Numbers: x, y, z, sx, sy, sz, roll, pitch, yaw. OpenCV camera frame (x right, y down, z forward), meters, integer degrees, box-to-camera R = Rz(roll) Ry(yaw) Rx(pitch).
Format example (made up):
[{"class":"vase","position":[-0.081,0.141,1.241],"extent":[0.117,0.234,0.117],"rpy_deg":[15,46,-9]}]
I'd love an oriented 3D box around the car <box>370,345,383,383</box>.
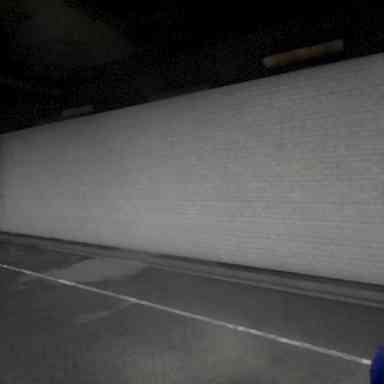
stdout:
[{"class":"car","position":[3.573,1.479,1.444],"extent":[5.008,1.535,1.882],"rpy_deg":[0,0,35]}]
